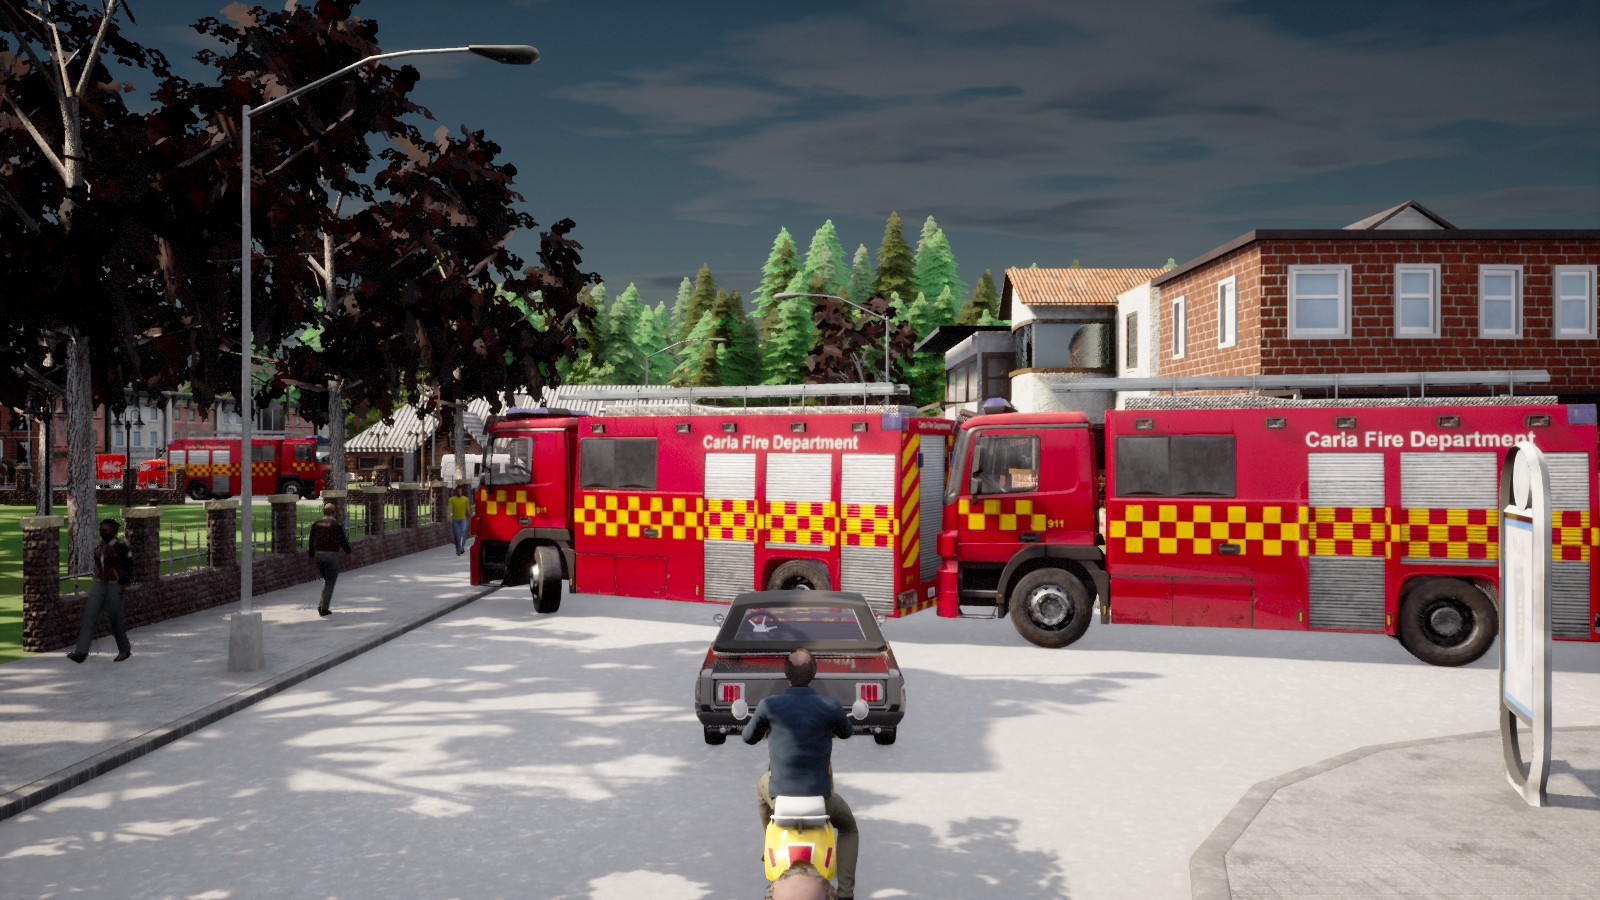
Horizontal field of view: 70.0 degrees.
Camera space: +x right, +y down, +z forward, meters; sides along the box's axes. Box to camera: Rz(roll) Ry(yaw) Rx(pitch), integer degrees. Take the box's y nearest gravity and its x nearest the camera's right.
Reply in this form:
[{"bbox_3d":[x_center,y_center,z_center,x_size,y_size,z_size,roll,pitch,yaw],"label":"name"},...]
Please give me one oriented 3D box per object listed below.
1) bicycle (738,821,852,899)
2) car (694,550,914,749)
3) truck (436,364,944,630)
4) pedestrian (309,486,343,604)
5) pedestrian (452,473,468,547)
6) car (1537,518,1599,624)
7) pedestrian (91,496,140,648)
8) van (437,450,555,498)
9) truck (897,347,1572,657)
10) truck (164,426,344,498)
[{"bbox_3d":[-0.015,1.938,3.086,0.329,1.271,1.835,0,0,0],"label":"bicycle"},{"bbox_3d":[0.033,1.930,12.217,1.895,1.301,4.718,0,0,0],"label":"car"},{"bbox_3d":[-2.040,0.664,19.658,8.468,3.827,2.891,0,0,27],"label":"truck"},{"bbox_3d":[-7.620,1.515,18.364,0.375,1.860,0.375,0,0,7],"label":"pedestrian"},{"bbox_3d":[-8.617,1.514,28.962,0.375,1.860,0.375,0,0,-20],"label":"pedestrian"},{"bbox_3d":[14.253,1.835,17.290,4.792,1.488,2.163,0,0,0],"label":"car"},{"bbox_3d":[-8.601,1.519,14.357,0.375,1.860,0.375,0,0,5],"label":"pedestrian"},{"bbox_3d":[-16.613,1.289,62.612,5.915,2.561,1.988,0,0,0],"label":"van"},{"bbox_3d":[5.868,0.661,16.679,8.468,3.827,2.891,0,0,16],"label":"truck"},{"bbox_3d":[-29.853,0.645,62.699,8.468,3.827,2.891,0,0,1],"label":"truck"}]
